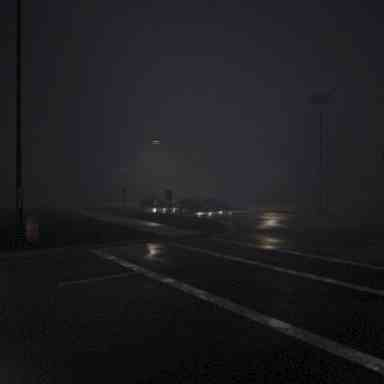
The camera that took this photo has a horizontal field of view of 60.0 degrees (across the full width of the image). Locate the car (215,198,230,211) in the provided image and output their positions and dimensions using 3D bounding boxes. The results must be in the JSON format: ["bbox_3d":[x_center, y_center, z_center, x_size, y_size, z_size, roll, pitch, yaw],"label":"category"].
[{"bbox_3d":[2.717,1.491,41.412,1.837,1.490,4.892,0,0,-35],"label":"car"}]

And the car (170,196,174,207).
[{"bbox_3d":[-3.051,1.338,49.727,2.097,1.767,4.553,0,0,-34],"label":"car"}]

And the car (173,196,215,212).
[{"bbox_3d":[0.146,1.493,38.970,1.837,1.490,4.892,0,0,-35],"label":"car"}]

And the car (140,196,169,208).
[{"bbox_3d":[-5.729,1.493,47.444,1.837,1.490,4.892,0,0,-35],"label":"car"}]
